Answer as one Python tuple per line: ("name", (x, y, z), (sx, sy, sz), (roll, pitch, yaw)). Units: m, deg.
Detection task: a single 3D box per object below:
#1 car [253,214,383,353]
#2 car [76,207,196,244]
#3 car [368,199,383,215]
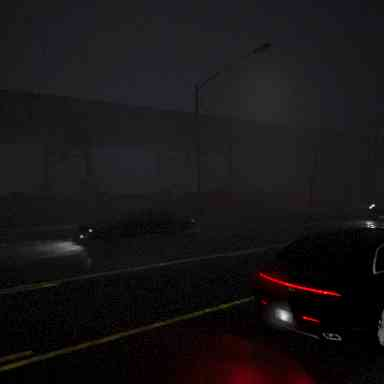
("car", (3.244, 1.409, 6.036), (4.892, 1.490, 1.837), (-2, 1, -36))
("car", (-2.360, 1.405, 15.192), (5.357, 1.411, 2.033), (-1, 1, -35))
("car", (13.888, 0.967, 22.409), (4.553, 1.767, 2.097), (-1, 1, -35))
